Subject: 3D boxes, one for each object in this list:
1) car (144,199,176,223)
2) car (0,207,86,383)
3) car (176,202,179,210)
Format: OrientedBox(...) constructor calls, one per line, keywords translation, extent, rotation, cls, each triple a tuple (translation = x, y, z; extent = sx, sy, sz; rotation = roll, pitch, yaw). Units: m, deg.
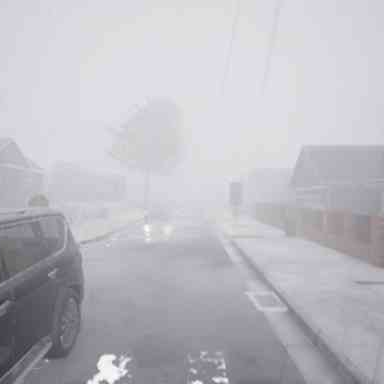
OrientedBox(translation=(-2.752, 1.641, 28.207), extent=(2.097, 1.767, 4.553), rotation=(0, -1, 0), cls="car")
OrientedBox(translation=(-2.756, 1.242, 3.112), extent=(2.150, 2.045, 5.566), rotation=(0, 0, 0), cls="car")
OrientedBox(translation=(-3.305, 1.979, 53.998), extent=(1.837, 1.490, 4.892), rotation=(0, -1, -6), cls="car")
